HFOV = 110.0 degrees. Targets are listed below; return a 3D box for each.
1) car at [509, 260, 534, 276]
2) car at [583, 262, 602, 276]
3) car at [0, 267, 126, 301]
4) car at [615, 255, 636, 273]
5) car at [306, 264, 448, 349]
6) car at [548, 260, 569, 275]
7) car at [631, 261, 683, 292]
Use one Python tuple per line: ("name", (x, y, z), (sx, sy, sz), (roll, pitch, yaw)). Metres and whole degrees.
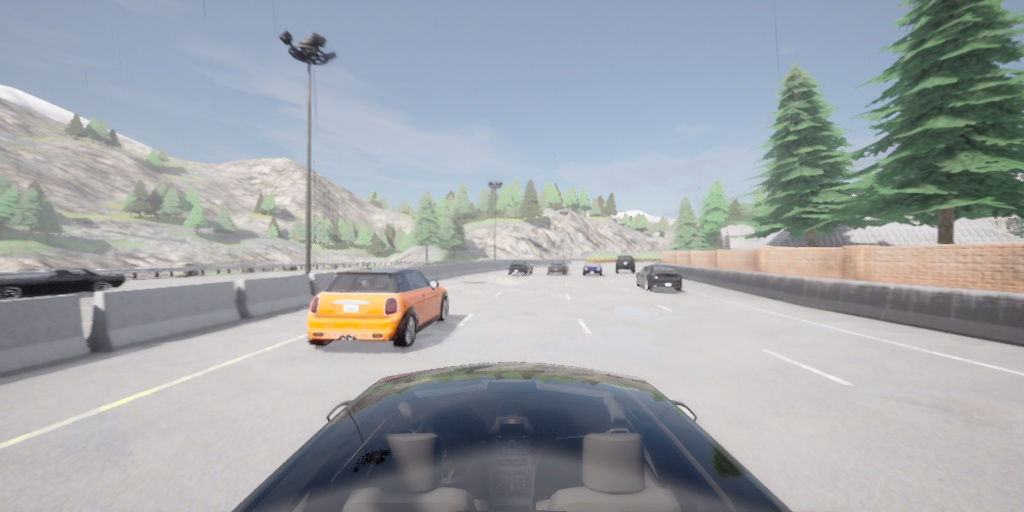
("car", (0.967, 1.166, 36.498), (1.837, 1.490, 4.892), (0, 1, 13))
("car", (8.329, 1.307, 36.987), (1.895, 1.301, 4.718), (0, 0, 14))
("car", (-20.339, 1.179, 15.638), (1.895, 1.301, 4.718), (0, 0, 6))
("car", (13.311, 0.948, 42.092), (2.150, 2.045, 5.566), (0, 0, 17))
("car", (-3.086, 1.060, 9.259), (2.097, 1.767, 4.553), (0, 0, 3))
("car", (4.904, 1.174, 37.693), (2.128, 1.511, 4.902), (0, 0, 14))
("car", (8.722, 1.258, 21.574), (1.837, 1.490, 4.892), (0, 1, 8))
